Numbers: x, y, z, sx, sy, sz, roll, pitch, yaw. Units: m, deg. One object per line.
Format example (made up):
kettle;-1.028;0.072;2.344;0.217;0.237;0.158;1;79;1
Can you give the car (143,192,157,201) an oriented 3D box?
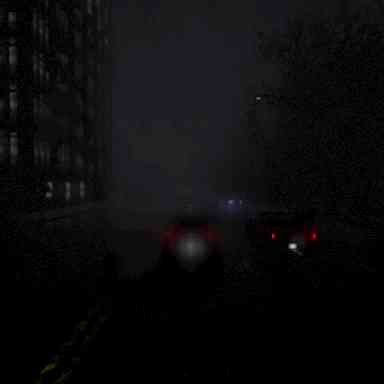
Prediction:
car;-6.775;0.727;54.378;2.033;1.411;5.357;0;1;0

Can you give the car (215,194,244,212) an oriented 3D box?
car;3.166;0.922;28.348;2.097;1.767;4.553;0;1;0

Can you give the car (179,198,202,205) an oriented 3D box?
car;-0.088;1.179;27.829;1.895;1.301;4.718;0;1;0

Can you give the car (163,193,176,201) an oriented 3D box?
car;-3.532;0.804;52.808;1.895;1.301;4.718;0;1;0

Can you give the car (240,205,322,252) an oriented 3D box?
car;3.231;1.405;12.846;1.895;1.301;4.718;0;1;0

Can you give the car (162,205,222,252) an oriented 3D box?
car;-0.019;1.405;12.828;1.895;1.301;4.718;0;1;0
